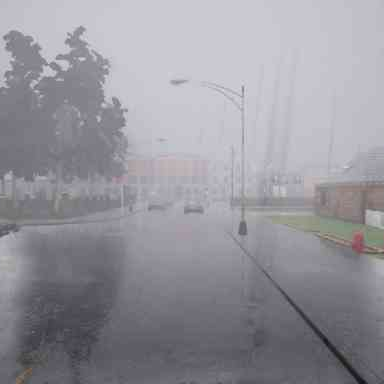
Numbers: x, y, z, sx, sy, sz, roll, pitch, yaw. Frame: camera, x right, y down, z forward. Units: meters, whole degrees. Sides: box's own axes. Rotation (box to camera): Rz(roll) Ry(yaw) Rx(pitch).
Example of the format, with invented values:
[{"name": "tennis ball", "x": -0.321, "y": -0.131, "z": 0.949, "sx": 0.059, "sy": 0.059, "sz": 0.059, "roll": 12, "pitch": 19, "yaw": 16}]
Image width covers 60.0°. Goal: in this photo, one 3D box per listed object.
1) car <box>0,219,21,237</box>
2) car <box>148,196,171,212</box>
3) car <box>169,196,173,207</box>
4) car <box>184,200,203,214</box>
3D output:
[{"name": "car", "x": -11.240, "y": 1.547, "z": 15.940, "sx": 5.357, "sy": 1.411, "sz": 2.033, "roll": 0, "pitch": 0, "yaw": 1}, {"name": "car", "x": -4.035, "y": 1.547, "z": 39.743, "sx": 2.033, "sy": 1.411, "sz": 5.357, "roll": 0, "pitch": 0, "yaw": 0}, {"name": "car", "x": -3.986, "y": 1.352, "z": 49.891, "sx": 2.097, "sy": 1.767, "sz": 4.553, "roll": 0, "pitch": 0, "yaw": 1}, {"name": "car", "x": 0.161, "y": 1.564, "z": 35.989, "sx": 1.994, "sy": 1.385, "sz": 4.181, "roll": 0, "pitch": 0, "yaw": 0}]
